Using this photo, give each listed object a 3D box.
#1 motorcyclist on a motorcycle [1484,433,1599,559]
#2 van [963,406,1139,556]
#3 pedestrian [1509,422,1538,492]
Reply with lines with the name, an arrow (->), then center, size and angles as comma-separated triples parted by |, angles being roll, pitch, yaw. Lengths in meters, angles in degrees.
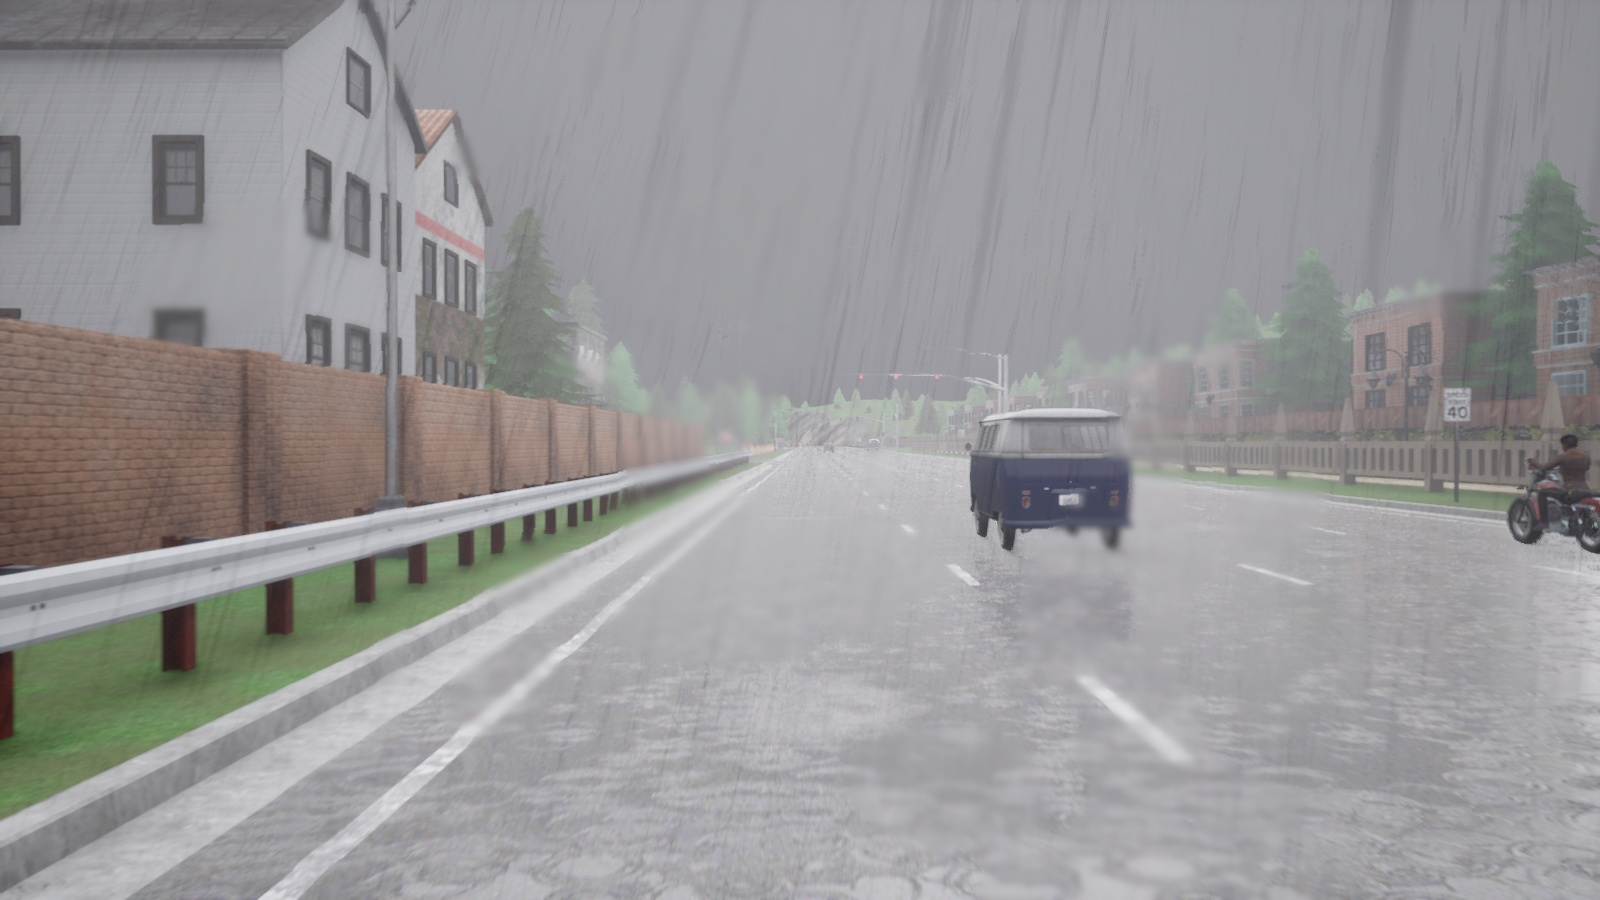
motorcyclist on a motorcycle -> 10.616, 0.606, 17.615 | 0.766, 1.649, 2.350 | 0, 0, 0
van -> 3.623, 0.395, 18.893 | 1.775, 1.987, 4.442 | 0, 0, 0
pedestrian -> 19.354, 0.182, 33.601 | 0.376, 1.854, 0.720 | 0, 0, 0
